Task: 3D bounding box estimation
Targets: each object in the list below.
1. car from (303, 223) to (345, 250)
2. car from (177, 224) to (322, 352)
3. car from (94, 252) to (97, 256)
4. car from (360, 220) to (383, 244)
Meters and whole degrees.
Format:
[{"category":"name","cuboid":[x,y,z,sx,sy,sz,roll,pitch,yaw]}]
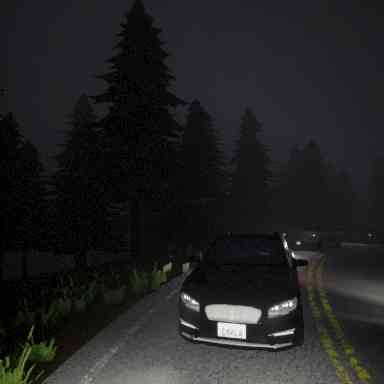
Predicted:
[{"category":"car","cuboid":[6.517,2.309,17.713,1.895,1.301,4.718,-3,-6,39]},{"category":"car","cuboid":[1.137,1.562,6.611,2.128,1.511,4.902,-1,-2,15]},{"category":"car","cuboid":[-20.230,13.650,72.990,4.181,1.381,1.994,-2,-5,31]},{"category":"car","cuboid":[15.866,3.226,26.460,5.566,2.045,2.150,8,-8,-28]}]
